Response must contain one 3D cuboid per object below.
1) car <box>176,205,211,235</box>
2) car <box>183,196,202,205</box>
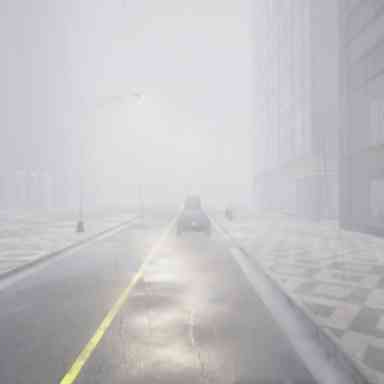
[{"bbox_3d":[0.099,1.701,19.983,1.994,1.385,4.181,0,0,0],"label":"car"},{"bbox_3d":[0.096,1.504,42.244,2.150,2.045,5.566,0,0,0],"label":"car"}]
